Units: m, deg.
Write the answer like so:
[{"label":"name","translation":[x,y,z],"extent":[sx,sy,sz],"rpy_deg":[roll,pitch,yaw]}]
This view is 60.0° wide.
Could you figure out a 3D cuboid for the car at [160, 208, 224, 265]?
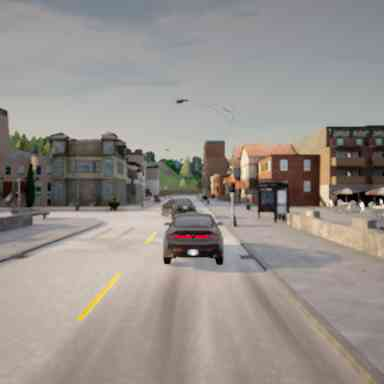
[{"label":"car","translation":[0.053,1.472,11.649],"extent":[1.837,1.490,4.892],"rpy_deg":[0,-1,0]}]

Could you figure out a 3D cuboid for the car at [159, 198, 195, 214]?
[{"label":"car","translation":[-1.297,1.281,28.420],"extent":[2.097,1.767,4.553],"rpy_deg":[0,0,-20]}]
